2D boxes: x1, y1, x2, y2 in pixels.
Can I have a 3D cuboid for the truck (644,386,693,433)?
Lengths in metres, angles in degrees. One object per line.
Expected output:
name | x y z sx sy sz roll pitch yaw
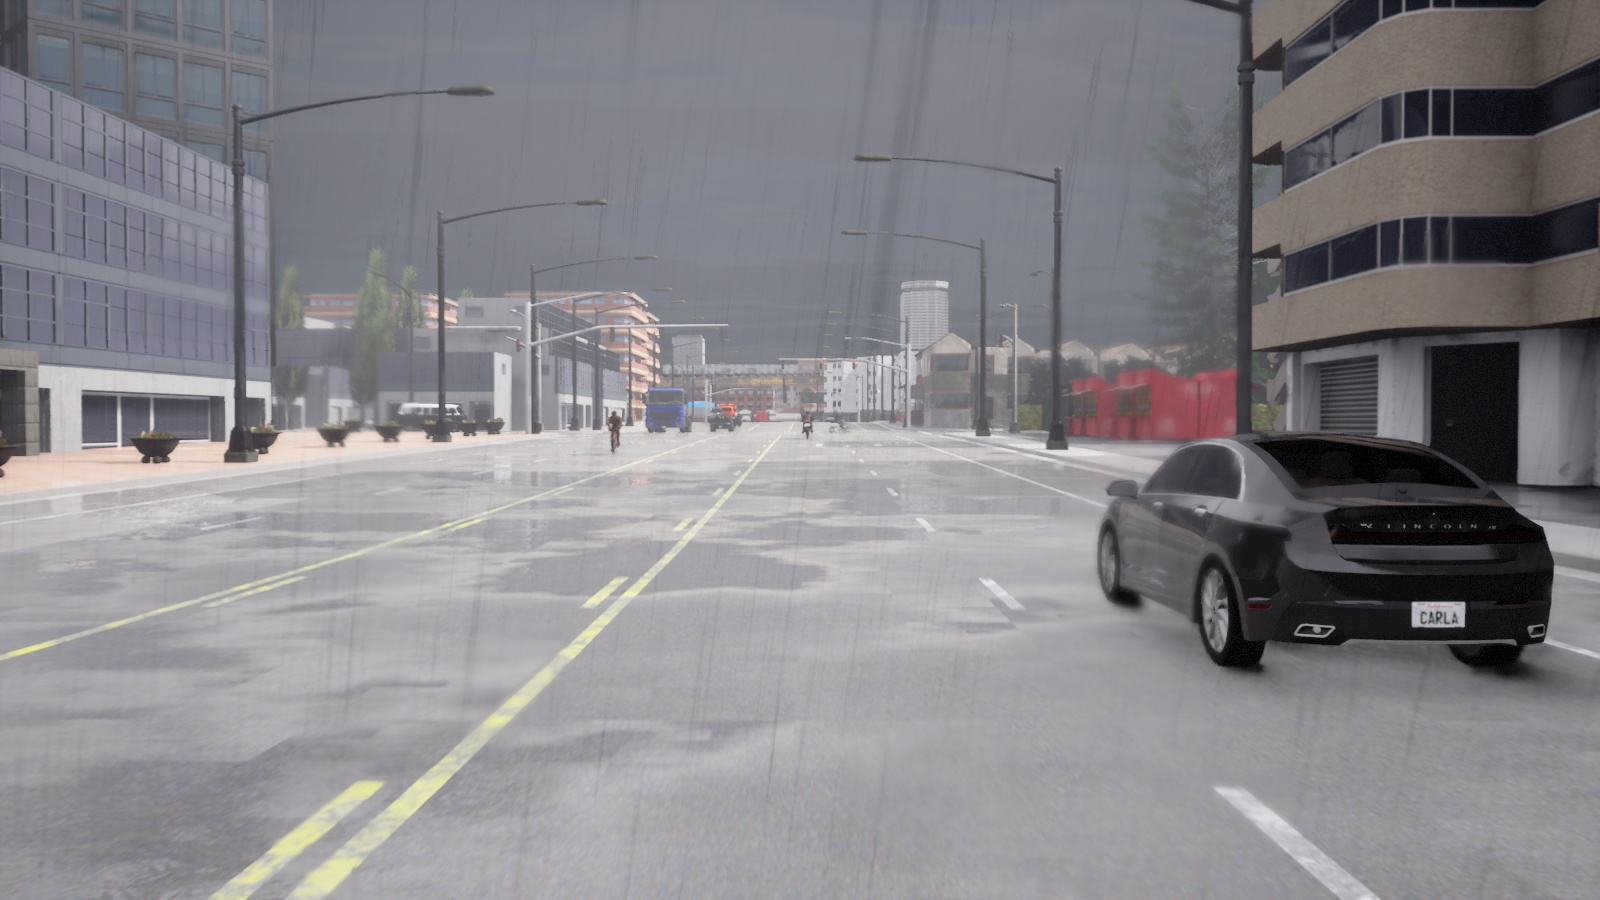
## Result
truck | -9.929 -3.030 95.698 2.891 3.462 7.936 0 1 0

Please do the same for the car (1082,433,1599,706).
car | 3.570 0.630 9.414 1.837 1.490 4.892 0 1 0

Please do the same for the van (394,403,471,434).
van | -24.454 -2.085 83.725 4.480 2.038 2.069 0 1 1
